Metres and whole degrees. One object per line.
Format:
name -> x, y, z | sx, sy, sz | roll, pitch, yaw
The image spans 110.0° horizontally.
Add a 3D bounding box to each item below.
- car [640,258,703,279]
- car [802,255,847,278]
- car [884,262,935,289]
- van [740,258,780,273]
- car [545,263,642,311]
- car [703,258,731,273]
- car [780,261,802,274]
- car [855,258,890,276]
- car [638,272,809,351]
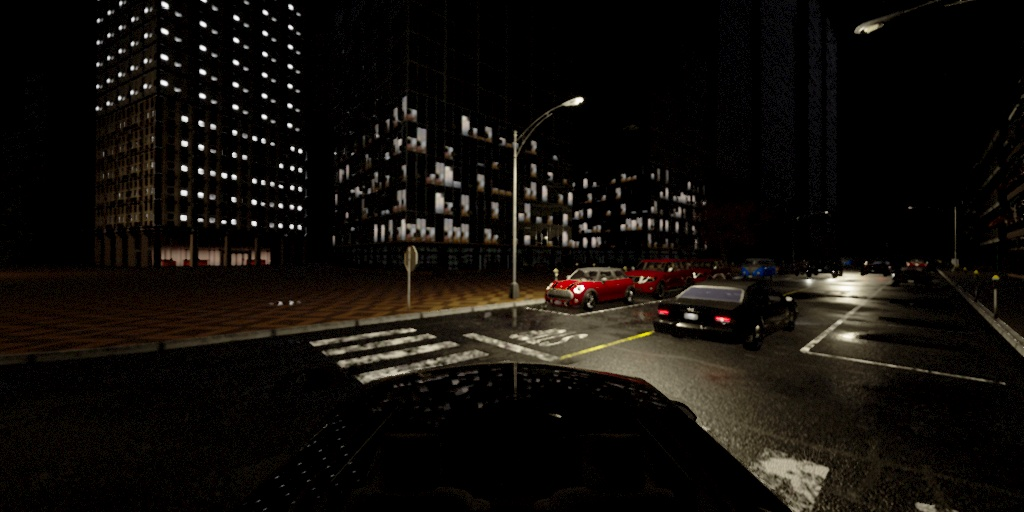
car -> 7.434, 1.067, 18.232 | 5.009, 1.841, 2.192 | 0, 0, -41
car -> 30.093, 0.961, 34.463 | 5.566, 2.045, 2.150 | 0, 0, -41
car -> 25.719, 1.296, 23.082 | 4.403, 1.370, 2.007 | 0, 0, -41
van -> 20.190, 1.089, 29.379 | 3.998, 1.789, 1.690 | 0, 0, -41
car -> 3.183, 1.192, 14.516 | 4.097, 1.591, 1.967 | 0, 0, -41
car -> 11.686, 1.066, 21.948 | 5.009, 1.841, 2.192 | 0, 0, -41
car -> 28.693, 1.322, 36.811 | 4.207, 1.307, 1.802 | 0, 0, -41
car -> 35.823, 1.225, 35.366 | 4.902, 1.511, 2.128 | 0, 0, -41
car -> 5.586, 1.298, 9.060 | 5.357, 1.411, 2.033 | 0, 0, -41
